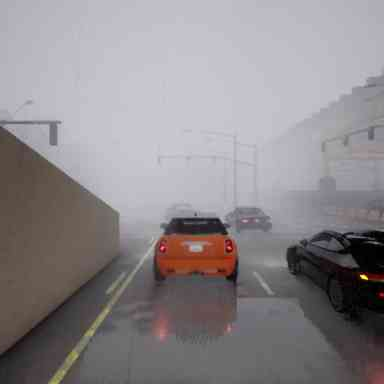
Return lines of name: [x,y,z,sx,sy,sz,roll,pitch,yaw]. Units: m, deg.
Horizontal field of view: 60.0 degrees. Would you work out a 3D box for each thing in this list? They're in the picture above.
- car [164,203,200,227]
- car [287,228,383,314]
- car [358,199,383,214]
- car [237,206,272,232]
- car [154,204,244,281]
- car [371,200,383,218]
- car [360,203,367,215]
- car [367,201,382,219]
car: [-0.820,1.569,24.089,1.812,1.442,4.674,0,0,-12]
car: [3.593,1.539,7.510,1.812,1.442,4.674,0,0,0]
car: [17.576,1.351,31.576,1.853,1.218,4.536,0,0,45]
car: [3.257,1.584,20.179,2.033,1.411,5.357,0,0,-4]
car: [0.095,1.370,10.052,2.097,1.767,4.553,0,0,0]
car: [17.465,1.342,26.890,1.853,1.218,4.536,0,0,-35]
car: [17.540,1.508,31.539,2.038,1.542,4.974,0,0,45]
car: [17.435,1.500,26.932,2.038,1.542,4.974,0,0,-35]
